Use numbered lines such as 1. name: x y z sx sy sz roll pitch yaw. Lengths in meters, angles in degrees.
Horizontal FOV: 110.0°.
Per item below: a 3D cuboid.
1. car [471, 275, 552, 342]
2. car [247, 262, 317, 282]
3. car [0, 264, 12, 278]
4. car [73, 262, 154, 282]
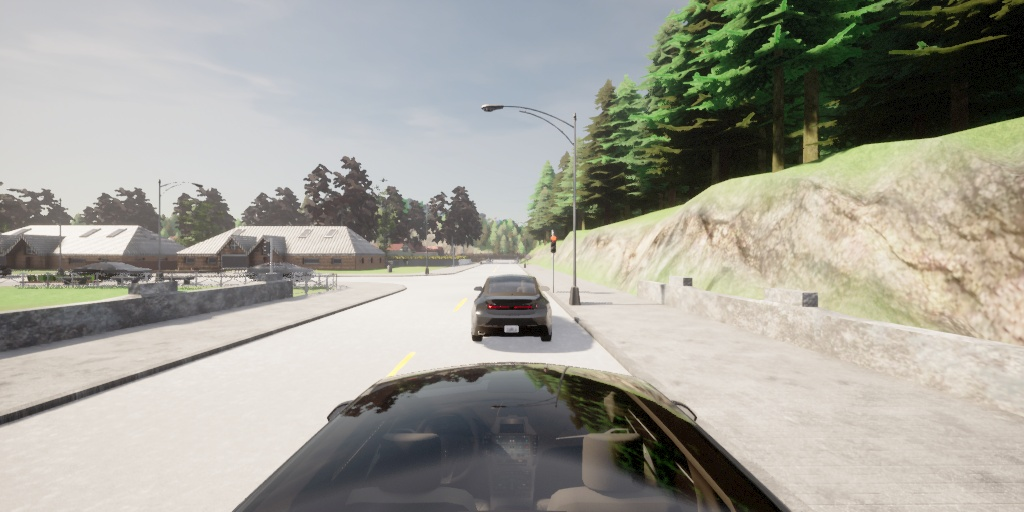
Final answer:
1. car: -0.009 1.255 9.801 1.837 1.490 4.892 0 0 0
2. car: -17.986 1.241 28.172 4.902 1.511 2.128 0 0 0
3. car: -48.132 1.228 32.056 5.008 1.535 1.882 0 0 0
4. car: -31.104 1.227 28.061 5.008 1.535 1.882 0 0 0
